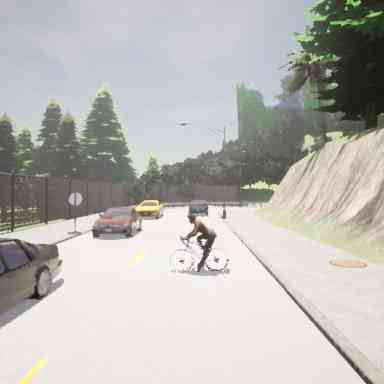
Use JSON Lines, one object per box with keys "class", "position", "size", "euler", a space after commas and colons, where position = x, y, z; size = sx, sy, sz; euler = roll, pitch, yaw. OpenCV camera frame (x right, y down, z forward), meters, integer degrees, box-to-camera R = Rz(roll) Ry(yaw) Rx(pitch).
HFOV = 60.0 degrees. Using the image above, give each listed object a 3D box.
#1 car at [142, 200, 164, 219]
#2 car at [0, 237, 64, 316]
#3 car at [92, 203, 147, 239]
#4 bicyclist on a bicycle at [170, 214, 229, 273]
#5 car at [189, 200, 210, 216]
{"class": "car", "position": [-3.607, 1.477, 28.834], "size": [1.882, 1.535, 5.008], "euler": [0, 0, 1]}
{"class": "car", "position": [-4.033, 1.547, 5.692], "size": [2.033, 1.411, 5.357], "euler": [0, 0, 1]}
{"class": "car", "position": [-3.821, 1.525, 17.661], "size": [1.812, 1.442, 4.674], "euler": [0, 0, 1]}
{"class": "bicyclist on a bicycle", "position": [0.182, 1.440, 9.246], "size": [1.656, 1.620, 0.582], "euler": [-2, 0, 0]}
{"class": "car", "position": [0.735, 1.490, 32.847], "size": [2.128, 1.511, 4.902], "euler": [0, 0, 4]}
